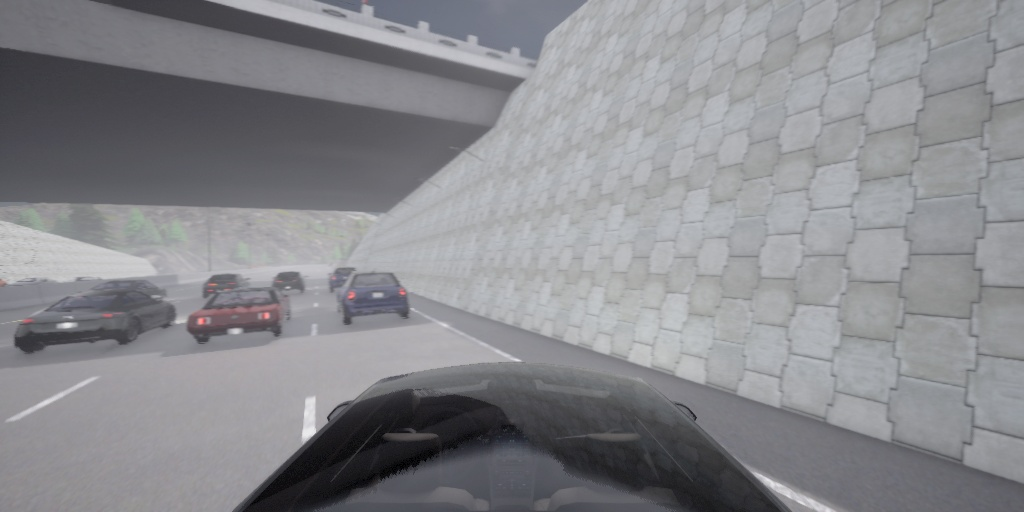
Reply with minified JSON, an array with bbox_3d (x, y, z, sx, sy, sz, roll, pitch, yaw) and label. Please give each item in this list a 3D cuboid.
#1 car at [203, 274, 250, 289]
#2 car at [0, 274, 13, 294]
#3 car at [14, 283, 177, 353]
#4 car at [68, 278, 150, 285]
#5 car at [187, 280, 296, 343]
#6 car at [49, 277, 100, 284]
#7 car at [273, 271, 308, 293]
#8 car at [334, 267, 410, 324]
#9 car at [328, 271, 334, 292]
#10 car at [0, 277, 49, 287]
[{"bbox_3d":[-18.791,1.895,23.732,1.837,1.490,4.892,-1,0,-28],"label":"car"},{"bbox_3d":[-46.792,2.512,31.173,2.097,1.767,4.553,-1,0,-28],"label":"car"},{"bbox_3d":[-11.589,1.672,10.358,1.994,1.385,4.181,-1,-1,-28],"label":"car"},{"bbox_3d":[-20.108,1.935,18.736,2.033,1.411,5.357,-1,0,-28],"label":"car"},{"bbox_3d":[-7.891,1.618,10.856,1.895,1.301,4.718,-1,0,-28],"label":"car"},{"bbox_3d":[-40.161,2.608,33.603,1.895,1.301,4.718,-1,0,-28],"label":"car"},{"bbox_3d":[-15.715,1.828,25.401,1.837,1.490,4.892,-1,0,-28],"label":"car"},{"bbox_3d":[-5.316,1.321,13.456,2.097,1.767,4.553,-1,-1,-28],"label":"car"},{"bbox_3d":[-12.469,1.599,26.740,2.097,1.767,4.553,-1,-1,-28],"label":"car"},{"bbox_3d":[-43.734,2.659,32.874,1.994,1.385,4.181,-1,-1,-28],"label":"car"}]
